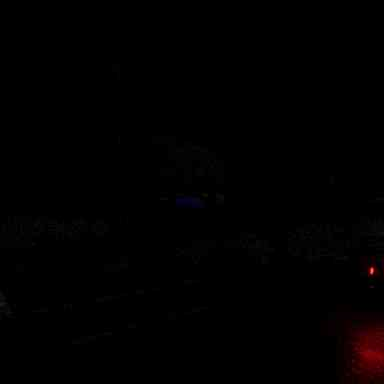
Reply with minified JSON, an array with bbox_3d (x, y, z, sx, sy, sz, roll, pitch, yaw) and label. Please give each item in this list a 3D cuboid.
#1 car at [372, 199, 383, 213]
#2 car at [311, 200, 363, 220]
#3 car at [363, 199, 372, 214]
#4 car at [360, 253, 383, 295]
[{"bbox_3d":[19.545,1.533,37.075,4.892,1.521,2.231,0,0,28],"label":"car"},{"bbox_3d":[12.944,1.501,31.170,5.008,1.535,2.097,0,0,29],"label":"car"},{"bbox_3d":[15.132,1.386,33.140,4.553,1.767,2.185,0,-1,29],"label":"car"},{"bbox_3d":[5.819,1.621,7.502,4.718,1.301,1.895,0,0,-37],"label":"car"}]
